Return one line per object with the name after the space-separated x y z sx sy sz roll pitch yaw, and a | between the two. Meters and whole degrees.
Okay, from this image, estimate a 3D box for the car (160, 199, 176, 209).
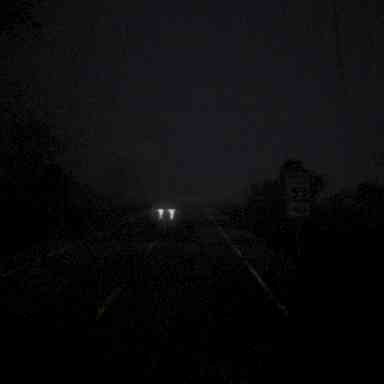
-3.460 1.683 47.798 1.812 1.442 4.674 0 0 0 | car
